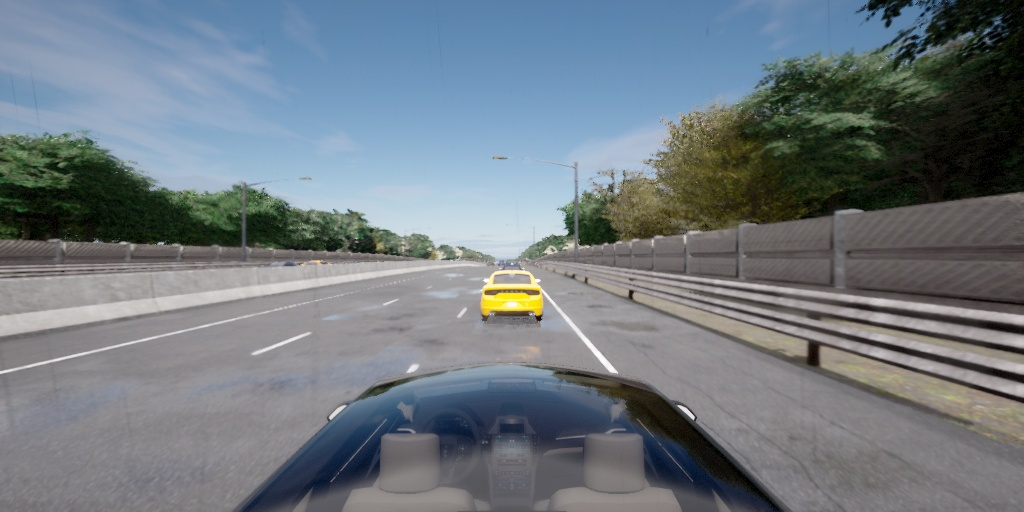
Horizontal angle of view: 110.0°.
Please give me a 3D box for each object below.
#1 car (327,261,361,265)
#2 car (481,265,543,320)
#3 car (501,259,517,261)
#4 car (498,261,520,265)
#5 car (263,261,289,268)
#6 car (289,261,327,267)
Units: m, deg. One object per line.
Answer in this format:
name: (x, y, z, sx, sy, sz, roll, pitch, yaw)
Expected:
car: (-17.589, 1.278, 38.812, 1.837, 1.490, 4.892, 0, -1, 0)
car: (0.002, 1.238, 12.674, 1.882, 1.535, 5.008, 0, 0, 0)
car: (0.000, 1.184, 48.610, 2.097, 1.767, 4.553, 0, 0, 0)
car: (0.000, 1.315, 26.193, 1.994, 1.385, 4.181, 0, 0, 0)
car: (-24.589, 1.295, 38.339, 1.812, 1.442, 4.674, 0, 0, 0)
car: (-21.090, 1.247, 38.318, 1.882, 1.535, 5.008, 0, 0, 0)
